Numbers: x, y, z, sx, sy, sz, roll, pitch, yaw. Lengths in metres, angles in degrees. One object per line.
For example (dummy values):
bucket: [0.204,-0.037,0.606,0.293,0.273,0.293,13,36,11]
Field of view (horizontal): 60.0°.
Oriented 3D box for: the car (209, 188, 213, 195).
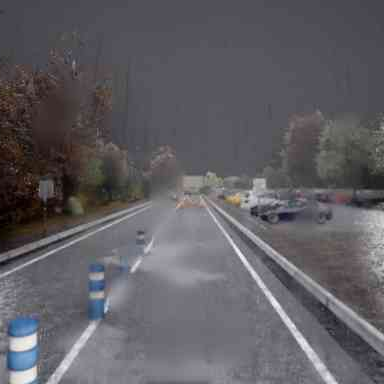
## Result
car: [7.048,0.408,74.808,5.366,1.575,1.946,0,1,0]

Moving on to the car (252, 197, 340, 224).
car: [6.768,1.301,22.080,4.792,1.488,2.163,0,1,0]

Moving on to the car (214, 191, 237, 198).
car: [7.204,0.447,72.031,4.892,1.521,2.231,0,1,0]

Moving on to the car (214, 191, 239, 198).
car: [7.194,0.481,69.255,4.892,1.521,2.231,0,1,0]

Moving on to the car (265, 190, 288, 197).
car: [20.352,0.337,80.124,5.008,1.535,2.097,0,1,0]

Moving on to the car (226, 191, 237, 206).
car: [6.727,0.976,35.958,5.366,1.575,1.946,0,1,0]

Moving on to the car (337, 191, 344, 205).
car: [19.986,0.944,38.586,4.792,1.488,2.163,0,1,0]

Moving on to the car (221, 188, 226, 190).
car: [7.058,0.598,49.824,4.553,1.767,2.185,0,1,0]

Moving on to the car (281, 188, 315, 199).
car: [20.192,0.292,63.501,5.566,2.045,2.435,0,1,0]

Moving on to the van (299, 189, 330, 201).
van: [20.268,0.421,55.191,4.442,1.987,1.878,0,1,0]

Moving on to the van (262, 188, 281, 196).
van: [20.521,0.041,85.785,4.442,1.987,1.878,0,1,0]

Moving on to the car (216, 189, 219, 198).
car: [7.066,0.647,58.152,4.792,1.488,2.163,0,1,0]

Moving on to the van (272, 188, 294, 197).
van: [20.429,0.179,74.706,4.442,1.987,1.878,0,1,0]

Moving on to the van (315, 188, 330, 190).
van: [19.997,0.493,49.637,4.442,1.987,1.878,0,1,0]

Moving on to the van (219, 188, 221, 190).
van: [7.189,0.427,55.372,4.442,1.987,1.878,0,1,0]

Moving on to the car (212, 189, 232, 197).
car: [7.248,0.217,80.357,4.553,1.767,2.185,0,1,0]

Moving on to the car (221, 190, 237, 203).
car: [6.774,0.858,41.629,5.366,1.575,1.946,0,1,0]

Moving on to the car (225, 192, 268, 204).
car: [7.166,0.808,44.279,5.366,1.575,1.946,0,1,0]

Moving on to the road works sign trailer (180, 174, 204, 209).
road works sign trailer: [0.062,-0.073,35.478,2.380,3.560,2.880,0,1,3]

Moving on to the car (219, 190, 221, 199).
car: [7.079,0.716,52.599,4.792,1.488,2.163,0,1,0]

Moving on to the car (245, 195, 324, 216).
car: [6.826,1.213,24.854,5.008,1.535,2.097,0,1,0]

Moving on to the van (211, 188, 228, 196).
van: [7.231,0.013,88.684,4.442,1.987,1.878,0,1,0]

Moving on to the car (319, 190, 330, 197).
car: [20.090,0.833,44.249,4.792,1.488,2.163,0,1,0]

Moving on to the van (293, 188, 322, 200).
van: [20.057,0.387,57.963,4.442,1.987,1.878,0,1,0]

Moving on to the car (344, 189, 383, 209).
car: [20.020,0.721,35.811,5.566,2.045,2.435,0,1,0]

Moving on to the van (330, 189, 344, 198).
van: [20.155,0.630,41.473,4.442,1.987,1.878,0,1,0]

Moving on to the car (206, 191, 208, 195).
car: [7.399,-0.047,91.459,5.566,2.045,2.435,0,1,0]

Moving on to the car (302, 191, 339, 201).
car: [20.134,0.681,52.425,5.008,1.535,2.097,0,1,0]

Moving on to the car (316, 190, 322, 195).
car: [20.112,0.788,46.888,4.792,1.488,2.163,0,1,0]

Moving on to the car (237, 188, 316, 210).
car: [6.872,0.903,27.624,5.566,2.045,2.435,0,1,0]

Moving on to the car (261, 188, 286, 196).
car: [20.353,0.050,83.016,5.566,2.045,2.435,0,1,0]

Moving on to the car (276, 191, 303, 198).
car: [20.260,0.475,69.045,5.008,1.535,2.097,0,1,0]

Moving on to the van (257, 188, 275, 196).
van: [20.333,-0.028,91.335,4.442,1.987,1.878,0,0,0]

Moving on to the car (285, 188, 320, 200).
car: [20.169,0.327,60.731,5.566,2.045,2.435,0,1,0]

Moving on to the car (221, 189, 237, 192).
car: [6.998,0.766,47.047,4.892,1.521,2.231,0,1,0]

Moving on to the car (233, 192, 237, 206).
car: [6.895,1.038,33.181,4.892,1.521,2.231,0,1,0]

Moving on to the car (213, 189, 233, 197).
car: [7.225,0.251,77.581,4.553,1.767,2.185,0,1,0]

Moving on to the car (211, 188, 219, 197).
car: [6.979,0.512,66.481,5.366,1.575,1.946,0,1,0]

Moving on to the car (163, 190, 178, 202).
car: [-3.261,0.579,51.286,2.097,1.767,4.553,0,1,1]

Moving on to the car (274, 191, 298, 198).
car: [20.292,0.479,71.939,4.674,1.452,2.002,0,1,0]

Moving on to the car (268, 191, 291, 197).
car: [20.332,0.412,77.354,4.674,1.452,2.002,0,1,0]

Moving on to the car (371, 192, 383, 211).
car: [19.760,1.087,30.280,5.366,1.575,1.946,0,1,0]
